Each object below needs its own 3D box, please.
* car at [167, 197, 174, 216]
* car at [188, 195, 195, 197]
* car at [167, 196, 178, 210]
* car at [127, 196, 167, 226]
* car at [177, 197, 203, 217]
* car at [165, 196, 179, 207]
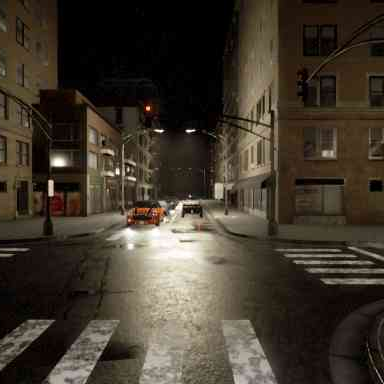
[{"bbox_3d":[-3.163,1.532,32.514,2.033,1.411,5.357,0,0,0],"label":"car"},{"bbox_3d":[-0.045,1.444,69.698,2.128,1.511,4.902,0,0,0],"label":"car"},{"bbox_3d":[-3.177,1.328,42.299,2.097,1.767,4.553,0,0,0],"label":"car"},{"bbox_3d":[-3.143,1.344,23.059,2.097,1.767,4.553,0,0,0],"label":"car"},{"bbox_3d":[0.020,1.477,31.263,2.128,1.511,4.902,0,0,0],"label":"car"},{"bbox_3d":[-3.165,1.445,52.655,1.882,1.535,5.008,0,0,0],"label":"car"}]
